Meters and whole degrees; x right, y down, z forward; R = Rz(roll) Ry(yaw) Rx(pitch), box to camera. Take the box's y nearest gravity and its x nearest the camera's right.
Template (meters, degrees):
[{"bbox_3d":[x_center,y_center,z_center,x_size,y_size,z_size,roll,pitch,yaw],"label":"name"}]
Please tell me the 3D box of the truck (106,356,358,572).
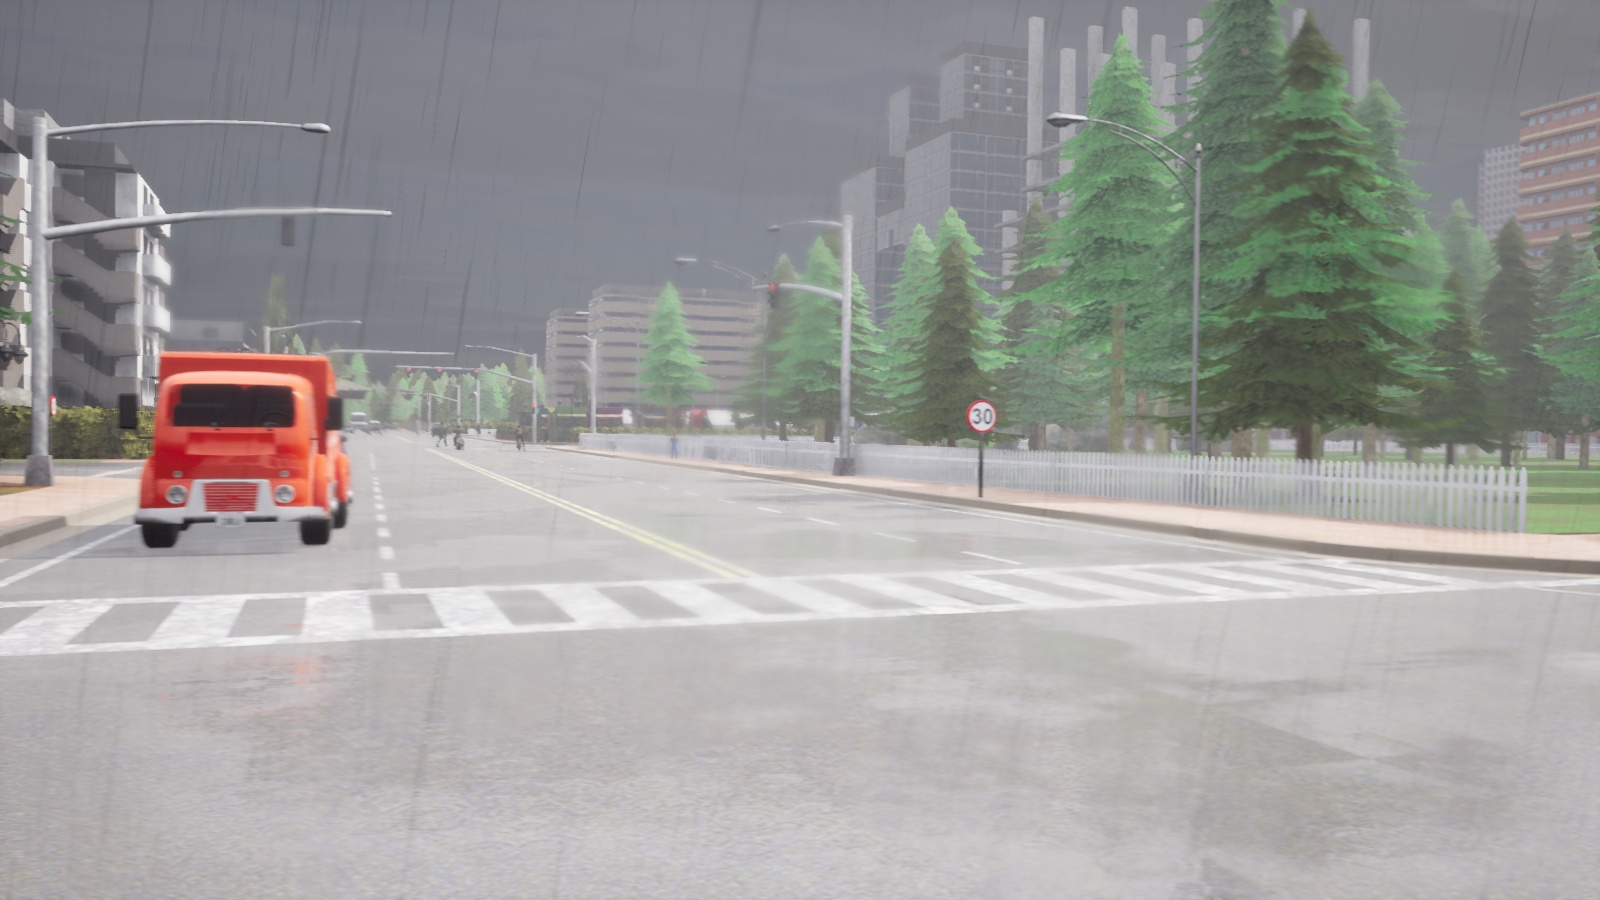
[{"bbox_3d":[-7.484,0.112,17.191,2.627,2.467,5.204,-1,1,-19],"label":"truck"}]
